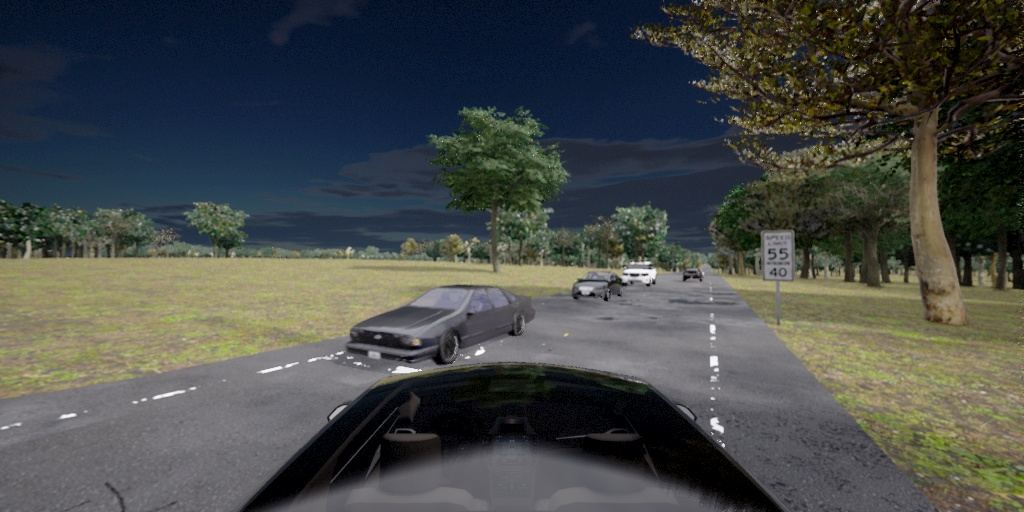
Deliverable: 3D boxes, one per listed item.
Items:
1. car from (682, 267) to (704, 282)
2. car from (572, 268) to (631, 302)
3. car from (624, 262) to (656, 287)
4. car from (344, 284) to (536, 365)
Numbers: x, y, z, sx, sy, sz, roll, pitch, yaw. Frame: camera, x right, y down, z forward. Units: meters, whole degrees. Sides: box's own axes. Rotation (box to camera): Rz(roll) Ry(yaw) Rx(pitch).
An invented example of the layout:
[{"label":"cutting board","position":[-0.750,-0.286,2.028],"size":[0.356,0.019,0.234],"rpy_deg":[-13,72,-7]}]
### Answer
[{"label":"car","position":[19.846,2.004,39.324],"size":[1.837,1.490,4.892],"rpy_deg":[0,-1,29]},{"label":"car","position":[4.769,1.572,19.573],"size":[2.128,1.511,4.902],"rpy_deg":[0,-1,29]},{"label":"car","position":[11.072,1.531,30.992],"size":[2.150,2.045,5.566],"rpy_deg":[0,-1,29]},{"label":"car","position":[-1.203,1.406,8.692],"size":[2.033,1.411,5.357],"rpy_deg":[0,-1,28]}]
